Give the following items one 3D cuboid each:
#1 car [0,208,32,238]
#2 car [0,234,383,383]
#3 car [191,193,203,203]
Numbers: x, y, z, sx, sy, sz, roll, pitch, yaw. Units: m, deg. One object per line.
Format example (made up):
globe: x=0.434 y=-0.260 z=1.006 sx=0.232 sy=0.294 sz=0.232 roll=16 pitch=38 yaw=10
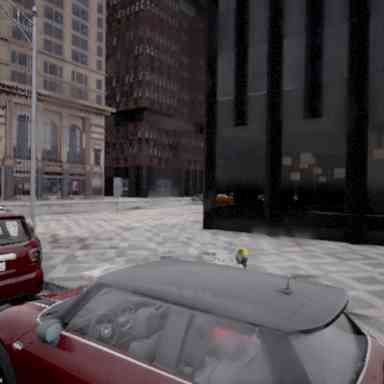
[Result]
car: x=-4.922 y=1.203 z=6.468 sx=5.009 sy=1.841 sz=2.192 roll=1 pitch=1 yaw=35
car: x=-0.362 y=1.410 z=3.217 sx=4.097 sy=1.590 sz=1.967 roll=1 pitch=1 yaw=35
car: x=1.827 y=0.956 z=52.146 sx=2.128 sy=1.511 sz=4.902 roll=1 pitch=1 yaw=36
